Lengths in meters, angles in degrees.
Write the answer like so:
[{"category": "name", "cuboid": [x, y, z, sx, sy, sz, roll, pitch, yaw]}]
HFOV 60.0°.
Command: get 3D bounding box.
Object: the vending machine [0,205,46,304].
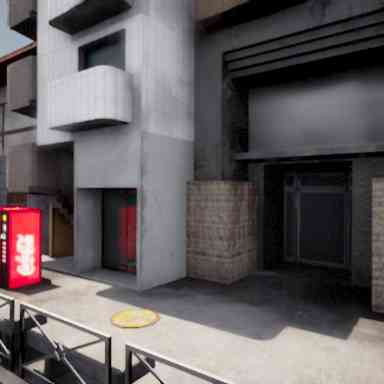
[{"category": "vending machine", "cuboid": [-4.213, 1.377, 7.858, 0.880, 2.100, 1.100, 0, 0, 36]}]
